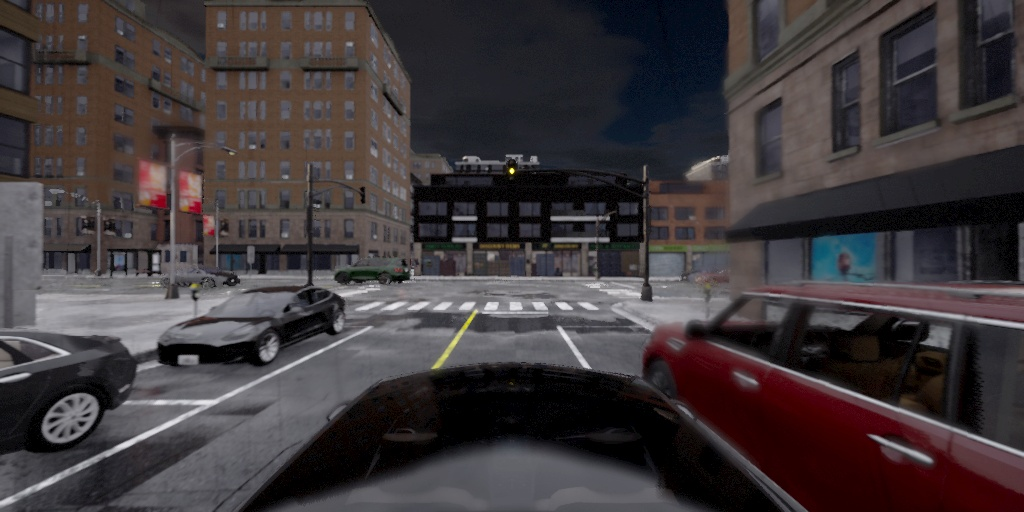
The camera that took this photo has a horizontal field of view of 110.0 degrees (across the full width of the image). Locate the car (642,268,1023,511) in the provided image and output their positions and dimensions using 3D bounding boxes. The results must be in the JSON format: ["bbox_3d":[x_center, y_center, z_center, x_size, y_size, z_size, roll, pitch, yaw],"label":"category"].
[{"bbox_3d":[2.638,1.072,2.485,2.192,1.841,5.009,0,0,0],"label":"car"}]

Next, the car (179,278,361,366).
[{"bbox_3d":[-5.388,1.379,8.146,1.948,1.339,4.313,0,0,0],"label":"car"}]

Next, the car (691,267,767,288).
[{"bbox_3d":[16.369,1.617,27.252,4.674,1.442,1.812,0,-1,0],"label":"car"}]

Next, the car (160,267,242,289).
[{"bbox_3d":[-20.406,1.439,23.630,4.181,1.385,1.994,0,-1,0],"label":"car"}]

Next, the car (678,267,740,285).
[{"bbox_3d":[16.716,1.689,30.503,4.181,1.385,1.994,0,-1,0],"label":"car"}]

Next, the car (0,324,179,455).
[{"bbox_3d":[-5.387,1.308,2.484,2.007,1.370,4.403,0,0,0],"label":"car"}]

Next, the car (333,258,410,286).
[{"bbox_3d":[-10.568,1.178,27.196,5.566,2.045,2.150,0,-2,8],"label":"car"}]
